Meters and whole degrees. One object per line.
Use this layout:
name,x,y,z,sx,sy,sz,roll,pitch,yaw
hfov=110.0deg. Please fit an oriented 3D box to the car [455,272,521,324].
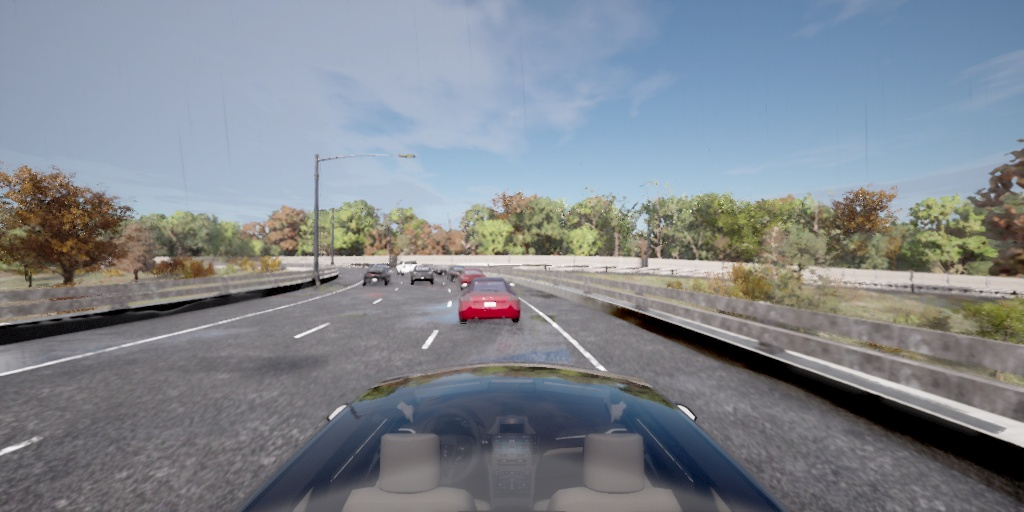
car,-0.827,1.448,12.731,1.994,1.385,4.181,0,-1,-5

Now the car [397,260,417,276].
car,-13.741,1.540,47.152,2.150,2.045,5.566,0,-1,-26

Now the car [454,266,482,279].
car,-2.819,1.561,24.956,1.812,1.442,4.674,0,-1,-12

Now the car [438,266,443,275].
car,-8.960,1.885,44.812,1.895,1.301,4.718,0,-1,-22

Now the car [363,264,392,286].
car,-11.065,1.604,29.556,1.837,1.490,4.892,0,-1,-15

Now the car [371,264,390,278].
car,-15.858,1.748,43.105,1.882,1.535,5.008,0,-1,-23

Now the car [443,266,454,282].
car,-5.197,1.680,34.411,1.812,1.442,4.674,0,-1,-16

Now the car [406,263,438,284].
car,-7.884,1.609,31.276,2.128,1.511,4.902,0,-1,-16
